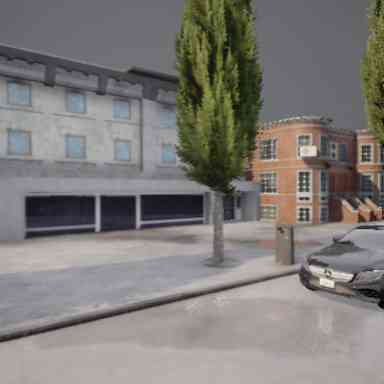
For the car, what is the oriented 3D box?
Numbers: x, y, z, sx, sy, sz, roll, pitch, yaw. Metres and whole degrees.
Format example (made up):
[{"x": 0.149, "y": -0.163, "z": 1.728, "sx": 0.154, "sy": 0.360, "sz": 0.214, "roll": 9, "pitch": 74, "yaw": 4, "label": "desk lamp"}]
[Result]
[{"x": 4.509, "y": 1.494, "z": 7.779, "sx": 4.674, "sy": 1.442, "sz": 1.812, "roll": 0, "pitch": 0, "yaw": -35, "label": "car"}]
